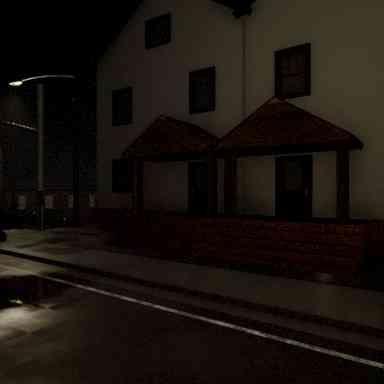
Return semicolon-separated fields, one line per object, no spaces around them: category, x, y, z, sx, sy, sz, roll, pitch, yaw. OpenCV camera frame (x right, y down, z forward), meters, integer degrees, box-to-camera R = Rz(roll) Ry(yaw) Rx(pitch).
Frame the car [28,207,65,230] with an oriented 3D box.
car;-14.227;2.400;30.139;2.150;2.045;5.566;0;-9;36

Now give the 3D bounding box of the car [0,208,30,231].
car;-14.825;1.488;22.984;2.150;2.045;5.566;0;-8;36
